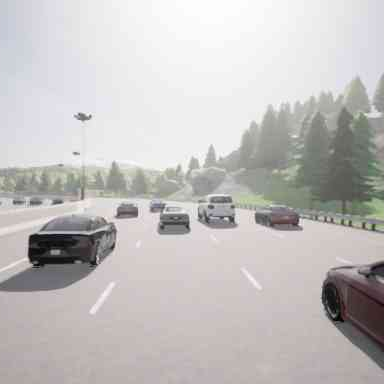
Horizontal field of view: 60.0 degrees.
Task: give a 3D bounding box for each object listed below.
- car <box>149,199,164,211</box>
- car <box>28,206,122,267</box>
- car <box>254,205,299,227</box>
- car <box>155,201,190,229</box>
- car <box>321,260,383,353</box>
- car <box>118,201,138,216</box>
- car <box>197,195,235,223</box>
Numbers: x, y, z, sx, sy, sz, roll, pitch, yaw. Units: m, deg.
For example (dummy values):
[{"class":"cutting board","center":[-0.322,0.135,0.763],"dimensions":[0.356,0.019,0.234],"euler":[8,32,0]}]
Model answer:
[{"class":"car","center":[-4.209,1.557,40.807],"dimensions":[2.033,1.411,5.357],"euler":[0,0,-12]},{"class":"car","center":[-3.856,1.486,11.519],"dimensions":[1.882,1.535,5.008],"euler":[0,0,-3]},{"class":"car","center":[5.685,1.553,22.775],"dimensions":[1.994,1.385,4.181],"euler":[0,0,-6]},{"class":"car","center":[-1.214,1.551,21.859],"dimensions":[2.033,1.411,5.357],"euler":[0,0,-6]},{"class":"car","center":[3.443,1.557,4.578],"dimensions":[1.994,1.385,4.181],"euler":[0,0,-1]},{"class":"car","center":[-6.220,1.578,32.267],"dimensions":[1.994,1.385,4.181],"euler":[0,0,-9]},{"class":"car","center":[1.806,1.219,25.933],"dimensions":[2.150,2.045,5.566],"euler":[0,0,-7]}]
